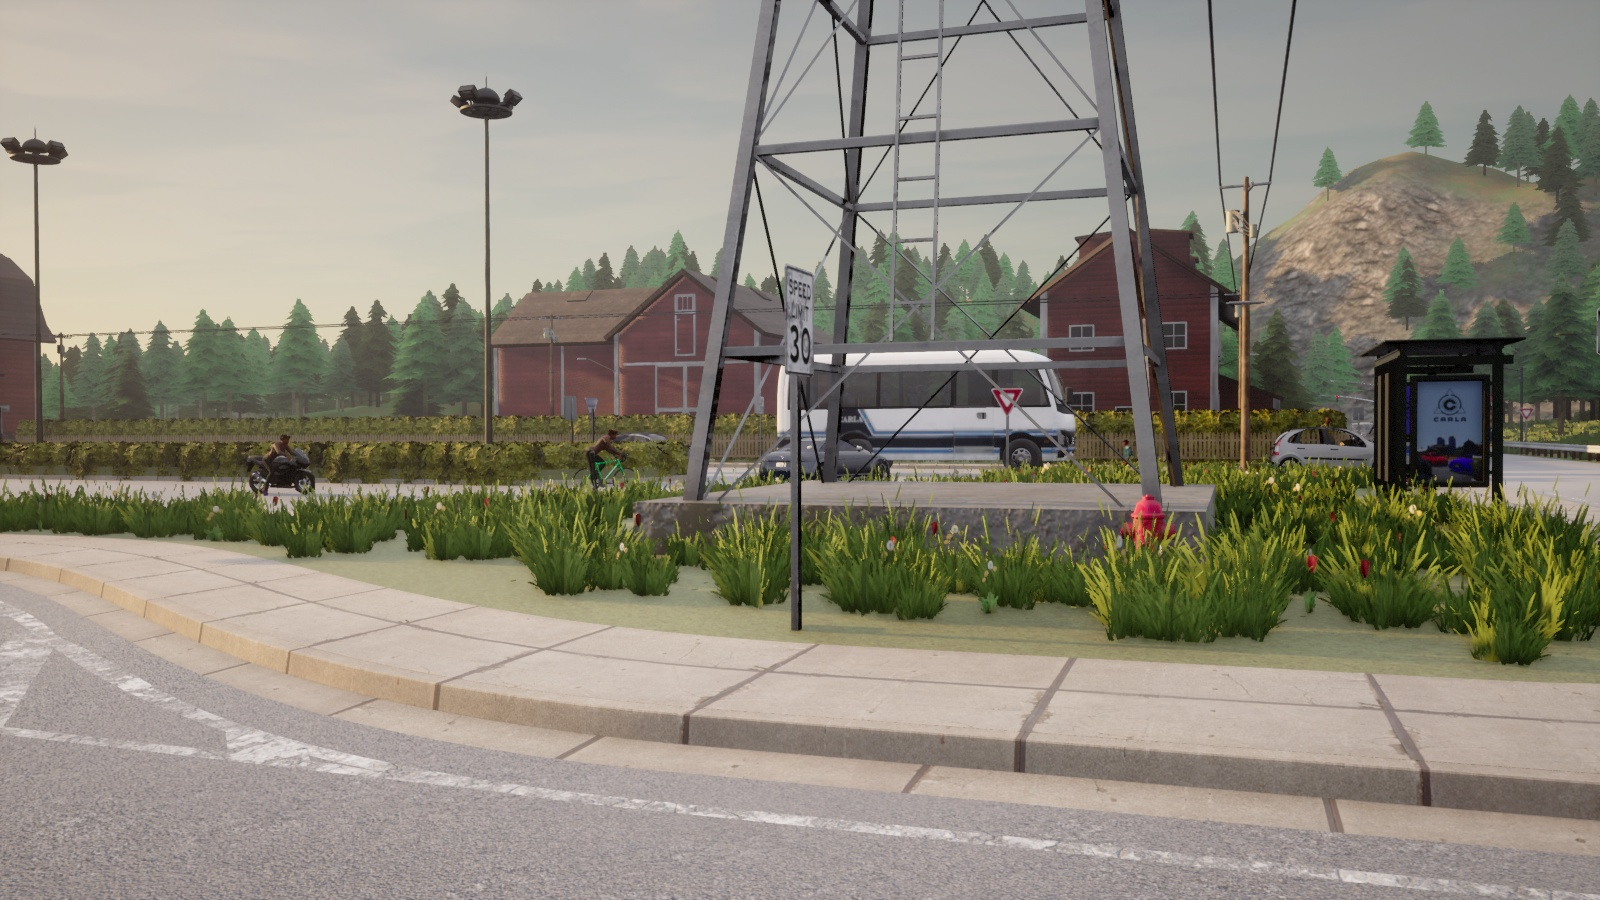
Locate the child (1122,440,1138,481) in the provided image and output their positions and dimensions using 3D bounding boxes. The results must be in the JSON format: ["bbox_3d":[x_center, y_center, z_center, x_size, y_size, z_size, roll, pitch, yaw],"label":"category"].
[{"bbox_3d":[9.734,0.306,37.031,0.448,1.192,0.343,0,1,13],"label":"child"}]

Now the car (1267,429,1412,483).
[{"bbox_3d":[16.707,0.162,39.067,3.988,1.617,1.851,1,1,18],"label":"car"}]

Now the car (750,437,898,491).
[{"bbox_3d":[0.735,0.335,34.874,1.994,1.385,4.181,1,1,38],"label":"car"}]

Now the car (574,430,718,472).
[{"bbox_3d":[-5.739,0.011,46.882,4.902,1.511,2.128,0,1,19],"label":"car"}]

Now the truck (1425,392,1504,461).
[{"bbox_3d":[39.341,-1.385,74.593,2.891,3.827,8.468,1,1,20],"label":"truck"}]

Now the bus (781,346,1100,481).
[{"bbox_3d":[4.835,-1.223,43.160,10.273,4.253,3.944,0,1,19],"label":"bus"}]

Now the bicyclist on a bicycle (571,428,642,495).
[{"bbox_3d":[-4.746,0.270,30.714,1.656,1.620,0.582,0,1,-14],"label":"bicyclist on a bicycle"}]

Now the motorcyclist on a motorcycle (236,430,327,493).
[{"bbox_3d":[-12.839,0.263,31.104,2.044,1.523,0.797,1,1,18],"label":"motorcyclist on a motorcycle"}]
